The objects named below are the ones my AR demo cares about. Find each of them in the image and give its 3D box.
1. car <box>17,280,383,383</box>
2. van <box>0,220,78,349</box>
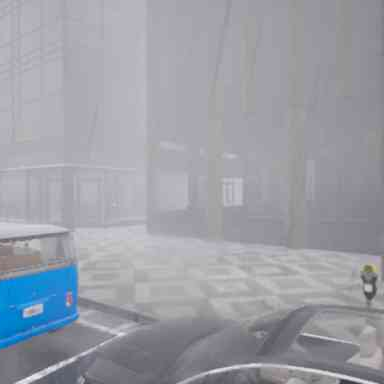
[{"bbox_3d":[0.962,1.548,2.288,4.403,1.369,2.008,0,0,35],"label":"car"},{"bbox_3d":[-3.635,1.356,5.521,3.998,1.788,1.690,0,0,35],"label":"van"}]
